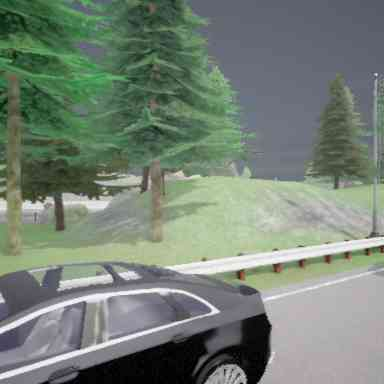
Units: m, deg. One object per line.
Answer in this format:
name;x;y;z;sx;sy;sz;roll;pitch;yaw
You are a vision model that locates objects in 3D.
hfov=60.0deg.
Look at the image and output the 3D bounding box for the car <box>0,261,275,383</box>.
car;-1.358;1.501;3.022;4.902;1.511;2.128;1;-1;-36
